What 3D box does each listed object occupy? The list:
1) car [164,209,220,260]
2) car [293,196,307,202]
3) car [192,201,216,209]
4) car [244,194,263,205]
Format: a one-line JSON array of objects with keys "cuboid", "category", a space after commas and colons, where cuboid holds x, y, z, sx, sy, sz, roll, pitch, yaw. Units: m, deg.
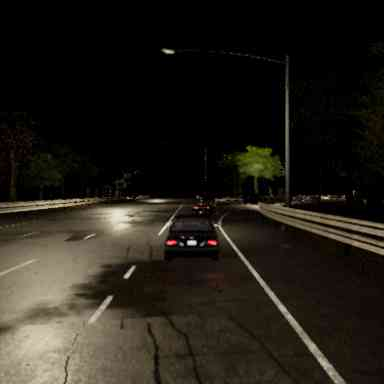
[{"cuboid": [-0.001, 1.566, 12.417, 2.033, 1.411, 5.357, 0, 0, 0], "category": "car"}, {"cuboid": [25.287, 1.584, 78.009, 1.812, 1.442, 4.674, 0, 0, 43], "category": "car"}, {"cuboid": [1.134, 1.537, 30.610, 2.128, 1.511, 4.902, 0, 0, 9], "category": "car"}, {"cuboid": [11.037, 1.298, 59.213, 2.150, 2.045, 5.566, 0, 0, 29], "category": "car"}]
